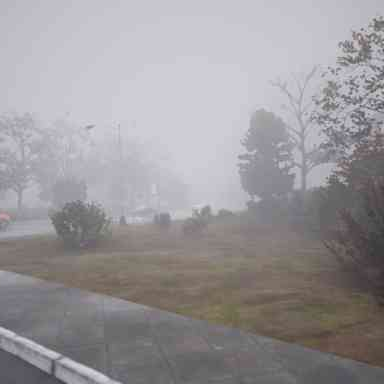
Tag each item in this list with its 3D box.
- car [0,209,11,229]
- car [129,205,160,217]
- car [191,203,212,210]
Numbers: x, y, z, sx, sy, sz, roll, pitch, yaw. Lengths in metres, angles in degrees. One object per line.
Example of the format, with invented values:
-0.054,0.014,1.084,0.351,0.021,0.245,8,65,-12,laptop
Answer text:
-16.907,2.157,26.071,2.097,1.767,4.553,-3,-2,33,car
-6.059,2.392,42.987,1.812,1.442,4.674,-3,-2,32,car
1.605,2.490,55.099,1.812,1.442,4.674,-3,-2,32,car
